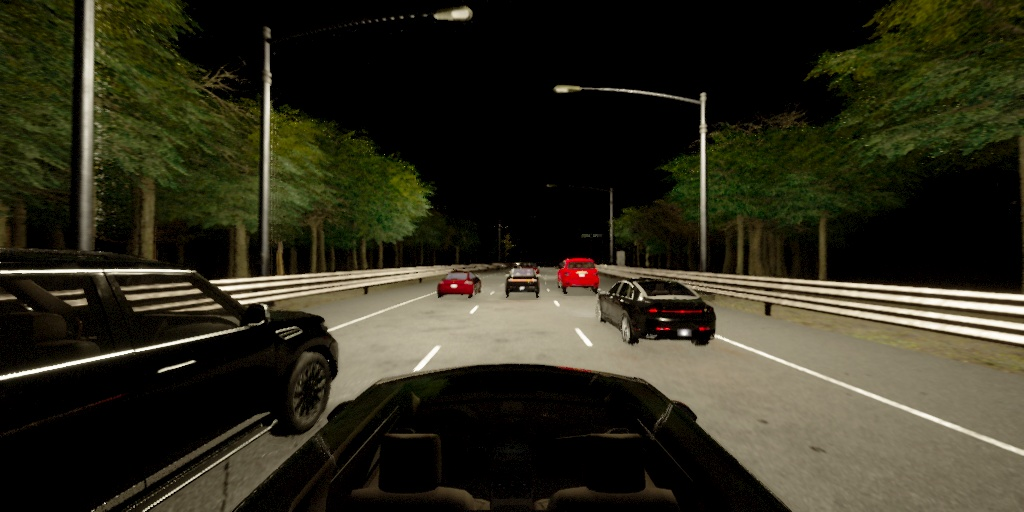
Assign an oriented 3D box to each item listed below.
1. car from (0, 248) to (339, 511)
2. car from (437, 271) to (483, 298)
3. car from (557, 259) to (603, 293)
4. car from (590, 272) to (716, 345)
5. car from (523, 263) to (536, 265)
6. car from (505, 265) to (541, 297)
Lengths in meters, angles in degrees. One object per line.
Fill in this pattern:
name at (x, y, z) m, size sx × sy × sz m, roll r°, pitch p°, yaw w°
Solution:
car at (-3.373, 0.977, 2.387) m, size 2.150 × 2.045 × 5.566 m, roll 0°, pitch -1°, yaw 0°
car at (-2.877, 1.541, 20.374) m, size 1.994 × 1.385 × 4.181 m, roll 0°, pitch -1°, yaw 3°
car at (4.139, 1.236, 23.055) m, size 2.150 × 2.045 × 5.566 m, roll 0°, pitch -1°, yaw 3°
car at (3.626, 1.358, 9.831) m, size 1.837 × 1.490 × 4.892 m, roll 0°, pitch -1°, yaw 1°
car at (1.858, 1.535, 37.695) m, size 2.097 × 1.767 × 4.553 m, roll 0°, pitch -1°, yaw 5°
car at (0.636, 1.474, 20.642) m, size 2.128 × 1.511 × 4.902 m, roll 0°, pitch -1°, yaw 3°
